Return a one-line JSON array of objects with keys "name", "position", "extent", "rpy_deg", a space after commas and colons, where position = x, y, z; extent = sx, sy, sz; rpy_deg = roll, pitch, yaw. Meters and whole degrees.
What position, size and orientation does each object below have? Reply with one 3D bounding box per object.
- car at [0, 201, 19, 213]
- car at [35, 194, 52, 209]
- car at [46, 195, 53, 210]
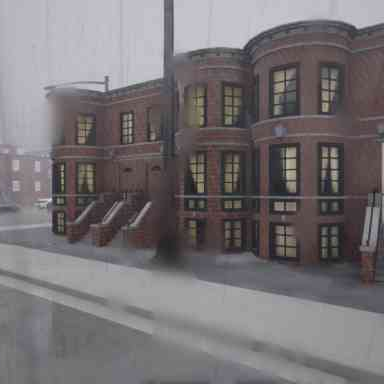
[{"name": "car", "position": [-20.120, 1.564, 34.188], "extent": [1.994, 1.385, 4.181], "rpy_deg": [0, 0, 36]}, {"name": "car", "position": [-17.592, 1.221, 43.743], "extent": [2.150, 2.045, 5.566], "rpy_deg": [0, 0, 36]}, {"name": "car", "position": [-14.961, 1.478, 41.406], "extent": [1.882, 1.535, 5.008], "rpy_deg": [0, 0, 36]}]
